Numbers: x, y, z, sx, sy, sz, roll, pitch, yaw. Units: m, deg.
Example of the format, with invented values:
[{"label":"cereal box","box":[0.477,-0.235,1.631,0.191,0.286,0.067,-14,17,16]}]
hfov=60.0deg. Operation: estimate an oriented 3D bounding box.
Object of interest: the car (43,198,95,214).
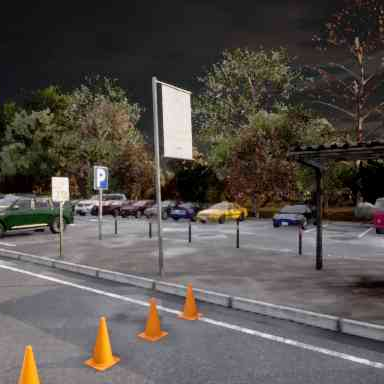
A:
[{"label":"car","box":[-13.418,1.455,36.488,2.097,1.535,5.008,0,0,35]}]

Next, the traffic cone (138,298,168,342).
[{"label":"traffic cone","box":[-0.607,1.957,5.214,0.340,0.580,0.340,0,0,35]}]

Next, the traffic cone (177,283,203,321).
[{"label":"traffic cone","box":[-0.032,1.957,6.030,0.340,0.580,0.340,0,0,36]}]

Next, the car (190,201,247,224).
[{"label":"car","box":[2.372,1.475,25.162,1.946,1.575,5.366,0,0,35]}]

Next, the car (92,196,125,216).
[{"label":"car","box":[-6.600,1.466,31.705,2.097,1.535,5.008,0,0,35]}]

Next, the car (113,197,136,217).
[{"label":"car","box":[-4.329,1.469,30.108,2.097,1.535,5.008,0,0,35]}]

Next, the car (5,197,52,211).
[{"label":"car","box":[-20.214,1.452,41.309,2.163,1.488,4.792,0,0,35]}]

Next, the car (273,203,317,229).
[{"label":"car","box":[7.003,1.513,22.097,2.163,1.488,4.792,0,0,35]}]

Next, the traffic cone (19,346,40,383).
[{"label":"traffic cone","box":[-1.758,1.957,3.582,0.340,0.580,0.340,0,0,35]}]

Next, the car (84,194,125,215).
[{"label":"car","box":[-8.889,1.212,33.274,2.435,2.045,5.566,0,0,35]}]

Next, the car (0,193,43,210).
[{"label":"car","box":[-22.515,1.153,42.857,2.435,2.045,5.566,0,0,35]}]

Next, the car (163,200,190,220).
[{"label":"car","box":[0.225,1.504,26.935,2.163,1.488,4.792,0,0,35]}]

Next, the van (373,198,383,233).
[{"label":"van","box":[11.627,1.264,19.023,1.878,1.987,4.442,0,0,35]}]

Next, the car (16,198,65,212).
[{"label":"car","box":[-17.971,1.469,39.660,2.163,1.488,4.792,0,0,35]}]

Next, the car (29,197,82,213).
[{"label":"car","box":[-15.580,1.444,38.240,1.946,1.575,5.366,0,0,35]}]

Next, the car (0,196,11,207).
[{"label":"car","box":[-29.204,1.333,47.824,1.946,1.575,5.366,1,0,35]}]

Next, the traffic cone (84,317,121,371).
[{"label":"traffic cone","box":[-1.182,1.957,4.398,0.340,0.580,0.340,0,0,35]}]

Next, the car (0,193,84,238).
[{"label":"car","box":[-8.890,1.221,17.285,2.435,2.045,5.566,0,0,35]}]

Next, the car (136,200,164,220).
[{"label":"car","box":[-2.058,1.473,28.512,2.231,1.521,4.892,0,0,35]}]

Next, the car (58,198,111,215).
[{"label":"car","box":[-11.146,1.461,34.889,2.231,1.521,4.892,0,0,35]}]
